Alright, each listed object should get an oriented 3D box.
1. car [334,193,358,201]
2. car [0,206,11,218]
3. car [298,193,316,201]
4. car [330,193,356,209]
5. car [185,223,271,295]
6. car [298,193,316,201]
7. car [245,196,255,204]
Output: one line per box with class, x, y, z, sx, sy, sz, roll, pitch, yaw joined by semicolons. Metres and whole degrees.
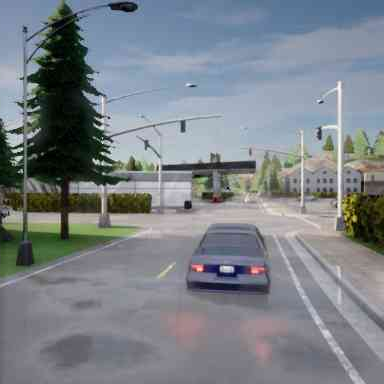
car;34.573;1.086;74.686;4.605;1.855;1.932;0;0;10
car;-17.522;1.487;27.567;4.902;1.511;2.128;0;0;10
car;27.402;1.065;79.301;3.866;1.878;1.905;0;0;10
car;20.265;1.324;42.399;5.027;1.636;2.152;0;0;10
car;1.095;1.546;8.929;2.033;1.411;5.357;0;0;10
car;26.218;1.350;76.135;3.806;1.475;1.970;0;0;10
car;11.235;1.516;64.808;1.812;1.442;4.674;0;0;10
